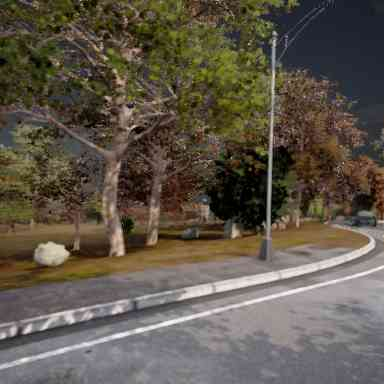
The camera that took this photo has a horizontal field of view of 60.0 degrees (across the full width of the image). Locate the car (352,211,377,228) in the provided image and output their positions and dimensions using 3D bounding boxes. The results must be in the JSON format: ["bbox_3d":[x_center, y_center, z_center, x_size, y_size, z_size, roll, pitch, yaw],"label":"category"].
[{"bbox_3d":[17.153,2.693,33.091,1.837,1.490,4.892,0,-3,27],"label":"car"}]
